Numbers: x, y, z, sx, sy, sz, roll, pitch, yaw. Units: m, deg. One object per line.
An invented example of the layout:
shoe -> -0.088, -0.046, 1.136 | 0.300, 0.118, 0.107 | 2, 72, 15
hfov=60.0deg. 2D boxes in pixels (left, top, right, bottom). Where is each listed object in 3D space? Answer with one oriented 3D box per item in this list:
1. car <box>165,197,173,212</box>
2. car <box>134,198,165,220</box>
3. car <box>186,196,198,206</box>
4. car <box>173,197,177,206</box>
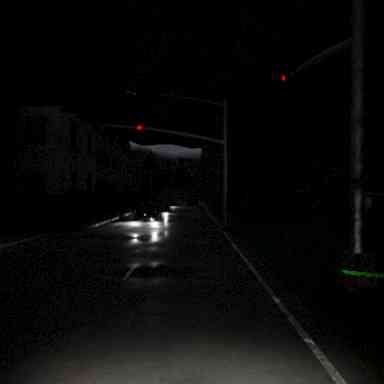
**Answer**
car -> -3.541, 1.479, 37.932 | 1.837, 1.490, 4.892 | 0, 0, 0
car -> -3.557, 1.486, 27.566 | 1.837, 1.490, 4.892 | 0, 0, 0
car -> 0.067, 1.455, 53.513 | 2.128, 1.511, 4.902 | 0, 0, 0
car -> -3.441, 1.512, 52.942 | 2.033, 1.411, 5.357 | 0, 0, 0
